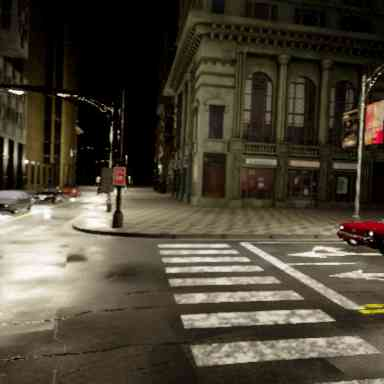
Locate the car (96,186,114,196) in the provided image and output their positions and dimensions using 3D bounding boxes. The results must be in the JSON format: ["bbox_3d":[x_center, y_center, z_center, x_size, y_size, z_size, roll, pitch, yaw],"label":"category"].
[{"bbox_3d":[-13.754,-0.267,51.938,1.837,1.490,4.892,2,1,-10],"label":"car"}]

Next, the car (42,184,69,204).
[{"bbox_3d":[-13.535,0.233,31.579,2.128,1.511,4.902,2,1,-10],"label":"car"}]

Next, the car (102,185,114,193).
[{"bbox_3d":[-15.527,-0.566,61.822,1.812,1.442,4.674,2,1,-10],"label":"car"}]

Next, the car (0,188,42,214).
[{"bbox_3d":[-11.878,0.591,21.809,2.033,1.411,5.357,2,1,-10],"label":"car"}]

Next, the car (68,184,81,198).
[{"bbox_3d":[-15.242,-0.224,41.721,2.097,1.767,4.553,2,1,-10],"label":"car"}]

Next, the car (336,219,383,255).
[{"bbox_3d":[7.677,1.426,11.794,4.718,1.301,1.895,1,2,-12],"label":"car"}]
